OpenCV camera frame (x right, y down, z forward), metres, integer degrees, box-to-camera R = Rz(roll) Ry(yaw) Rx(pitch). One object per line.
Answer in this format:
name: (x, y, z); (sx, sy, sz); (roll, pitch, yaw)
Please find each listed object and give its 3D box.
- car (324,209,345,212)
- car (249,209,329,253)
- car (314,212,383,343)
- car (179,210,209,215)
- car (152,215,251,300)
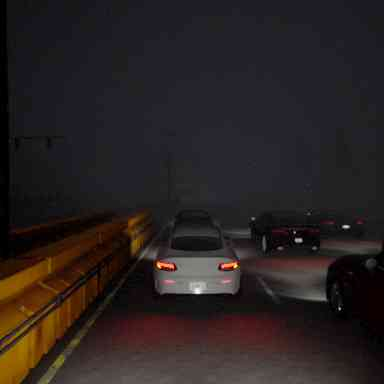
car: (7.088, 1.561, 17.294); (1.994, 1.385, 4.181); (0, 0, 0)
car: (3.591, 1.476, 13.679); (1.882, 1.535, 5.008); (0, 0, 0)
car: (3.594, 1.352, 4.507); (2.097, 1.767, 4.553); (0, 0, 0)
car: (0.088, 1.598, 17.406); (1.895, 1.301, 4.718); (0, 0, 0)
car: (0.094, 1.524, 8.284); (1.812, 1.442, 4.674); (0, 0, 0)
